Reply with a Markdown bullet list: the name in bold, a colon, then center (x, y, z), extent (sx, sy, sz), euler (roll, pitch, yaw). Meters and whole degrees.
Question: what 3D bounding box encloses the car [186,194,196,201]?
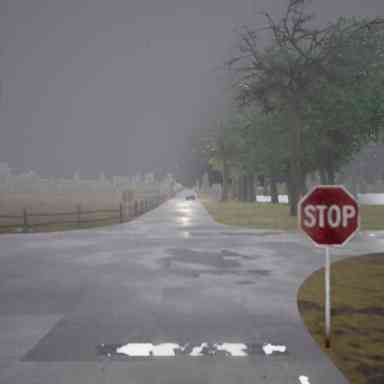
- **car**: center (-0.278, 1.121, 71.352), extent (1.837, 1.490, 4.892), euler (0, 1, 0)
